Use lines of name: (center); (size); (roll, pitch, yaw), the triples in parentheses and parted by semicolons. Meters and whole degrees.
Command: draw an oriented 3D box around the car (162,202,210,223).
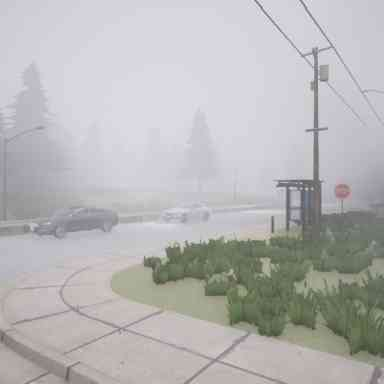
car: (-0.319, 1.526, 25.845); (1.812, 1.442, 4.674); (0, 0, 36)

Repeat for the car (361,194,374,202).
car: (40.420, 1.355, 76.466); (2.097, 1.767, 4.553); (0, 0, 36)

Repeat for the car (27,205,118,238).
car: (-6.165, 1.492, 17.772); (2.128, 1.511, 4.902); (0, 0, 36)
